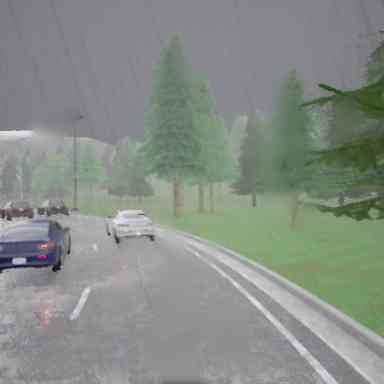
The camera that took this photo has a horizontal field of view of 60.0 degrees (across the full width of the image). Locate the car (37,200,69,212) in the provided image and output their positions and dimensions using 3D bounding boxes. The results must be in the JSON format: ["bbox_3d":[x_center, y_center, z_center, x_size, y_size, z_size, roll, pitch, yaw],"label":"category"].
[{"bbox_3d":[-14.377,1.579,34.203,2.097,1.767,4.553,-1,0,-38],"label":"car"}]

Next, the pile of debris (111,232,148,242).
[{"bbox_3d":[-3.150,2.232,16.626,1.500,0.140,1.860,-1,0,-21],"label":"pile of debris"}]

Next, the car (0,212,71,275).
[{"bbox_3d":[-5.014,1.604,10.705,1.812,1.442,4.674,0,0,-15],"label":"car"}]

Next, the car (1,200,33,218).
[{"bbox_3d":[-16.191,1.601,30.736,2.097,1.767,4.553,-1,0,-37],"label":"car"}]

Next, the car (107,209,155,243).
[{"bbox_3d":[-3.116,1.582,16.532,1.812,1.442,4.674,-1,0,-20],"label":"car"}]
